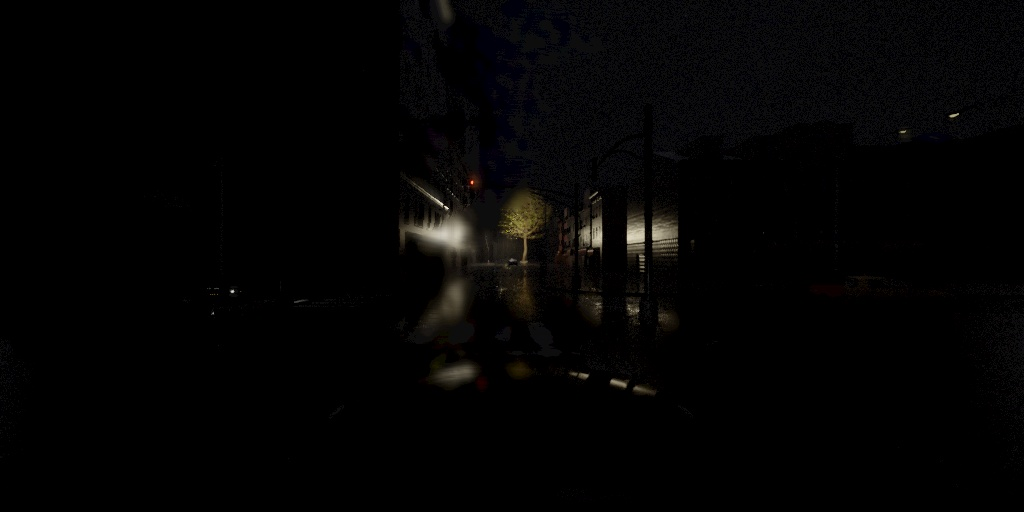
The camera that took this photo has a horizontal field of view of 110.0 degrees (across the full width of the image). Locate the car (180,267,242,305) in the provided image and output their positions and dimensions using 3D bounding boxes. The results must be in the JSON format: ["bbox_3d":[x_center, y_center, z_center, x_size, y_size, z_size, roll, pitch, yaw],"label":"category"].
[{"bbox_3d":[-13.761,1.179,14.550,4.892,1.490,1.837,0,0,0],"label":"car"}]

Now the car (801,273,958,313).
[{"bbox_3d":[13.901,1.348,13.670,4.829,1.417,1.751,0,0,0],"label":"car"}]
